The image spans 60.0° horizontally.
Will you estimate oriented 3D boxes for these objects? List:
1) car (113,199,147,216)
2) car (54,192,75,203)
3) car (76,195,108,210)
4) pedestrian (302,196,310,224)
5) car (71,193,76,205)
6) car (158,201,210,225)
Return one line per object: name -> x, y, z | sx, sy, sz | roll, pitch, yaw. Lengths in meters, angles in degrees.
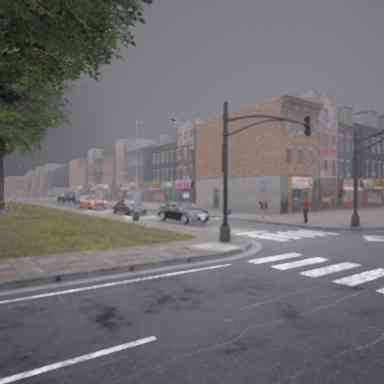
car -> -5.986, 1.406, 31.466 | 1.812, 1.442, 4.674 | 0, 0, -36
car -> -22.421, 0.951, 59.642 | 2.150, 2.045, 5.566 | 0, 0, -35
car -> -11.691, 1.161, 39.501 | 2.097, 1.767, 4.553 | 0, 0, -35
pedestrian -> 7.666, 1.191, 22.393 | 0.375, 1.860, 0.375 | 1, -1, -35
car -> -16.714, 1.283, 51.623 | 1.812, 1.442, 4.674 | 0, 0, -35
car -> -0.673, 1.455, 23.999 | 2.128, 1.511, 4.902 | 0, 0, -35
